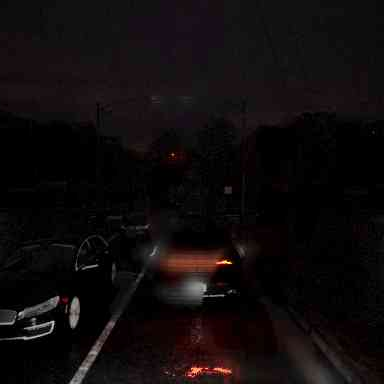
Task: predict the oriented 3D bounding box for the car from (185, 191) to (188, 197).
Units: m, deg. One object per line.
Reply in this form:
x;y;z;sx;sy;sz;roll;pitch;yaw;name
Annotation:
-2.602;1.319;71.908;2.192;1.841;5.009;-1;0;0;car

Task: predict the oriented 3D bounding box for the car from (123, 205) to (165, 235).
-2.644;1.585;17.432;1.802;1.307;4.206;-2;0;0;car

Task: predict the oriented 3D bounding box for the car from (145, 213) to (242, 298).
0.110;1.503;8.490;1.837;1.490;4.892;0;0;0;car

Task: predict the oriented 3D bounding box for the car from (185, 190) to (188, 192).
-2.576;1.146;94.078;2.192;1.841;5.009;-1;1;0;car

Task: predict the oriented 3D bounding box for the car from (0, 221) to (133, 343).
-2.654;1.549;6.537;2.008;1.369;4.403;-2;0;0;car

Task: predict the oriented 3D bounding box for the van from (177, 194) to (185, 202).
-2.594;1.314;77.445;1.690;1.788;3.998;-1;0;0;van

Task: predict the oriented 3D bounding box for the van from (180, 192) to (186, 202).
-2.606;1.369;66.365;1.690;1.788;3.998;-1;0;0;van

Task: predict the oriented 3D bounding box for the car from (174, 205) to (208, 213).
0.145;1.604;18.621;1.895;1.301;4.718;0;0;1;car

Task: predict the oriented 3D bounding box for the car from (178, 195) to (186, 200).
-2.578;1.443;88.529;2.008;1.369;4.403;-1;0;0;car

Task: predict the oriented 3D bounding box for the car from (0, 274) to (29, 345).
-2.658;1.550;1.088;2.008;1.369;4.403;-2;0;0;car

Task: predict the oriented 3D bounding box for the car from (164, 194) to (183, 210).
-2.627;1.490;44.209;1.967;1.590;4.097;-2;0;0;car
